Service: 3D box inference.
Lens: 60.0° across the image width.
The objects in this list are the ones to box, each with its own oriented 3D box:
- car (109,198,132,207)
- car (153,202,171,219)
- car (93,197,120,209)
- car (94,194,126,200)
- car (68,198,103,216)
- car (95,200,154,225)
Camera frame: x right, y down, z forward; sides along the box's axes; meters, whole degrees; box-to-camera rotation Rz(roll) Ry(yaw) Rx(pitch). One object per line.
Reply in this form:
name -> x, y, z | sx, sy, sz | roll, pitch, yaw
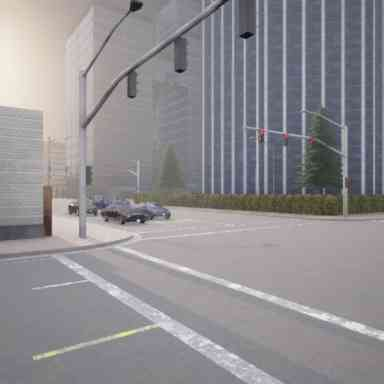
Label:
car -> -11.229, 1.619, 51.903 | 1.994, 1.385, 4.181 | 0, 0, -36
car -> -3.667, 1.581, 29.075 | 1.812, 1.442, 4.674 | 0, 0, -36
car -> -12.158, 1.547, 47.198 | 2.128, 1.511, 4.902 | 0, 0, -36
car -> -9.329, 1.277, 36.947 | 2.150, 2.045, 5.566 | 0, 0, -36
car -> -10.932, 1.560, 33.171 | 1.837, 1.490, 4.892 | 0, 0, -36
car -> -5.262, 1.603, 25.262 | 2.033, 1.411, 5.357 | 0, 0, -36
